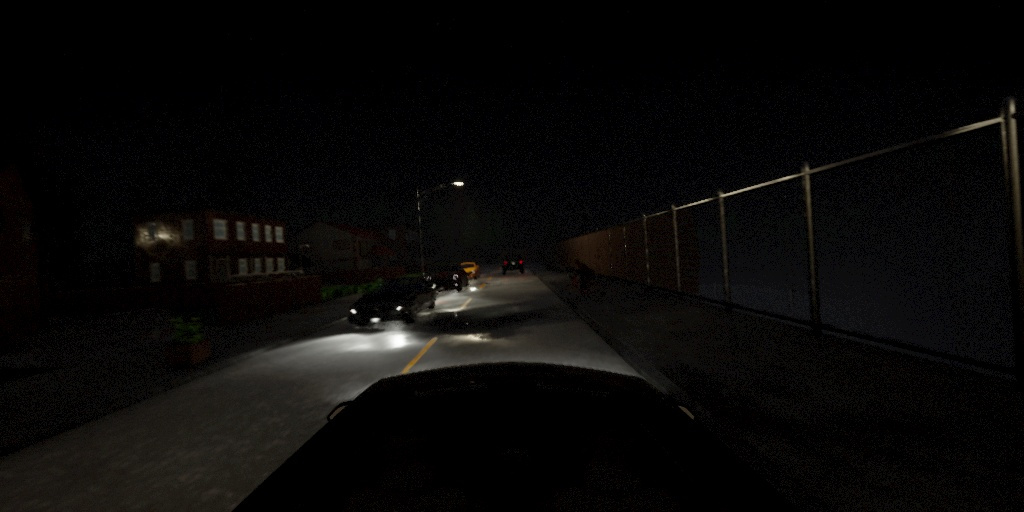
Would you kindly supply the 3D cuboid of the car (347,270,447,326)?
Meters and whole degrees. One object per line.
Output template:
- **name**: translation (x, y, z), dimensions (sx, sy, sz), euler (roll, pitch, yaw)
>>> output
- **car**: translation (-4.077, 1.504, 13.296), dimensions (2.033, 1.411, 5.357), euler (-4, 0, 0)

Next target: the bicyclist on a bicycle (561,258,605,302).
- **bicyclist on a bicycle**: translation (2.580, 0.880, 13.175), dimensions (1.656, 1.620, 0.582), euler (-4, 0, 0)

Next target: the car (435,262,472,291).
- **car**: translation (-4.066, 1.264, 22.775), dimensions (2.097, 1.767, 4.553), euler (-4, 0, 0)

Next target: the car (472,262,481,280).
- **car**: translation (-4.017, 1.340, 32.979), dimensions (1.882, 1.535, 5.008), euler (-4, 0, 0)

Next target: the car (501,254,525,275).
- **car**: translation (0.083, 0.803, 37.388), dimensions (2.150, 2.045, 5.566), euler (-4, 0, -1)
